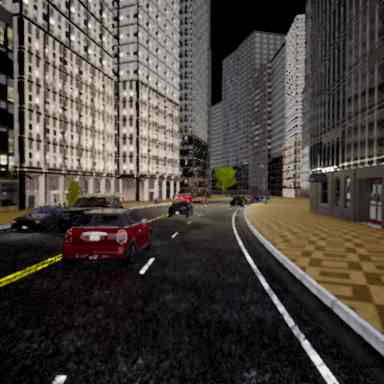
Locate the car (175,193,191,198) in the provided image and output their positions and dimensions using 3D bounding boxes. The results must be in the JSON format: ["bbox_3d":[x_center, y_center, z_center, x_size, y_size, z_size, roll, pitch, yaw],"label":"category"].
[{"bbox_3d":[-1.624,1.286,61.122,2.150,2.045,5.566,0,0,15],"label":"car"}]

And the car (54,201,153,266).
[{"bbox_3d":[-2.733,1.361,11.814,2.097,1.767,4.553,0,0,3],"label":"car"}]

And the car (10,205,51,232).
[{"bbox_3d":[-8.841,1.544,20.656,2.033,1.411,5.357,0,0,5],"label":"car"}]

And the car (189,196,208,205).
[{"bbox_3d":[1.425,1.685,59.953,1.895,1.301,4.718,0,0,15],"label":"car"}]

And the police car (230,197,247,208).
[{"bbox_3d":[6.987,1.540,51.340,1.930,1.638,5.238,0,0,13],"label":"police car"}]

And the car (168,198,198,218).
[{"bbox_3d":[-0.930,1.546,30.748,1.837,1.490,4.892,0,0,8],"label":"car"}]

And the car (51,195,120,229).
[{"bbox_3d":[-5.668,1.230,19.507,2.150,2.045,5.566,0,0,5],"label":"car"}]

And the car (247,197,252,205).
[{"bbox_3d":[9.374,1.648,60.682,1.837,1.490,4.892,0,0,16],"label":"car"}]

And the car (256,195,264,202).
[{"bbox_3d":[16.137,1.647,84.044,1.882,1.535,5.008,1,0,20],"label":"car"}]

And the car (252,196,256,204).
[{"bbox_3d":[11.013,1.638,66.301,1.882,1.535,5.008,0,0,17],"label":"car"}]
